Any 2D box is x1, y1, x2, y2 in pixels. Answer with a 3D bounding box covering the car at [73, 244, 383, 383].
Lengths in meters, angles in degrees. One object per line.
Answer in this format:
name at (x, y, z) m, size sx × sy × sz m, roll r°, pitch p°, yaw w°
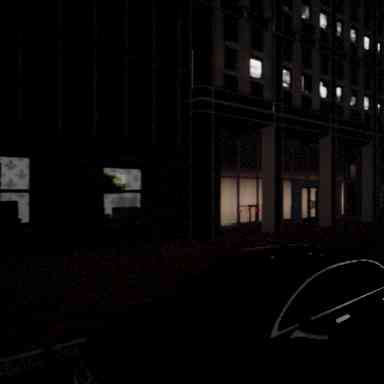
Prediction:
car at (1.087, 1.502, 4.145) m, size 4.892 × 1.490 × 1.837 m, roll 0°, pitch 0°, yaw -35°
